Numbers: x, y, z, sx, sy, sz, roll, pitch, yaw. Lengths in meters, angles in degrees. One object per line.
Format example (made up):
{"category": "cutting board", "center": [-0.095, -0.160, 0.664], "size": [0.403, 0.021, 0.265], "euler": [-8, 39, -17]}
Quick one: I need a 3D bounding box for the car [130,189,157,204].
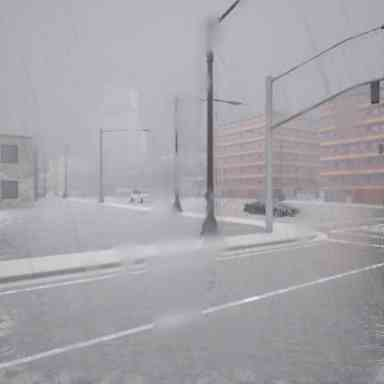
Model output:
{"category": "car", "center": [-7.251, 0.654, 48.887], "size": [2.150, 2.045, 5.566], "euler": [0, 1, -34]}

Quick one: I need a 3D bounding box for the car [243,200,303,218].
{"category": "car", "center": [6.757, 1.393, 28.398], "size": [2.033, 1.411, 5.357], "euler": [0, 1, -34]}

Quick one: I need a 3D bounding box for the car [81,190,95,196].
{"category": "car", "center": [-22.177, 0.329, 70.703], "size": [2.097, 1.767, 4.553], "euler": [0, 0, -34]}
